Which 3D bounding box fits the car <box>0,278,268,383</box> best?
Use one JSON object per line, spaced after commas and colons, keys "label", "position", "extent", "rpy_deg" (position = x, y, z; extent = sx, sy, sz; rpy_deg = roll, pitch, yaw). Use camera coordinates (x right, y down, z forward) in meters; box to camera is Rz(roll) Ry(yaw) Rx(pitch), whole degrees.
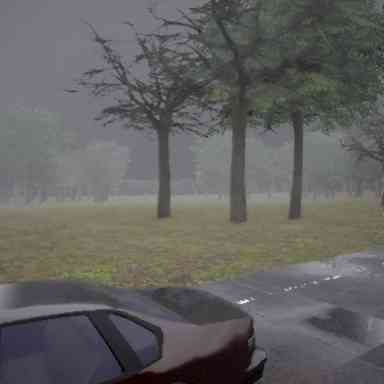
{"label": "car", "position": [-1.780, 1.548, 2.599], "extent": [5.357, 1.411, 2.033], "rpy_deg": [0, 0, -35]}
